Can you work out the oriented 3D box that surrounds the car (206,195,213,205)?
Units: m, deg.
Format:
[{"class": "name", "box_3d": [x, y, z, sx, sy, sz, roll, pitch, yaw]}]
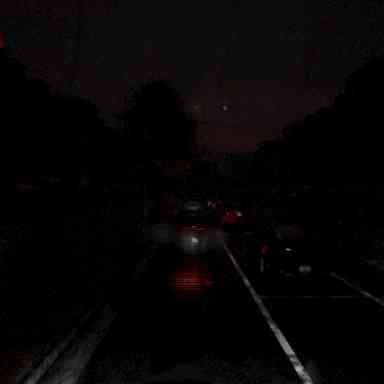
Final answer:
[{"class": "car", "box_3d": [2.995, 1.432, 36.189, 2.097, 1.767, 4.553, 0, 0, 0]}]

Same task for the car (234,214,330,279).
[{"class": "car", "box_3d": [2.649, 1.578, 9.992, 2.008, 1.369, 4.403, 1, 0, 0]}]

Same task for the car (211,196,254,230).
[{"class": "car", "box_3d": [2.655, 1.366, 21.075, 2.192, 1.841, 5.009, 1, 0, 0]}]

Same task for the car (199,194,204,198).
[{"class": "car", "box_3d": [2.660, 1.429, 54.320, 2.192, 1.841, 5.009, 1, 0, 0]}]

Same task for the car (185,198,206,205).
[{"class": "car", "box_3d": [0.094, 1.595, 30.673, 1.812, 1.442, 4.674, 0, 0, 0]}]

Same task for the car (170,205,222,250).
[{"class": "car", "box_3d": [0.088, 1.542, 14.568, 1.837, 1.490, 4.892, 0, 0, 0]}]

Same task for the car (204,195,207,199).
[{"class": "car", "box_3d": [2.996, 1.446, 43.189, 2.097, 1.767, 4.553, 0, 0, 0]}]
